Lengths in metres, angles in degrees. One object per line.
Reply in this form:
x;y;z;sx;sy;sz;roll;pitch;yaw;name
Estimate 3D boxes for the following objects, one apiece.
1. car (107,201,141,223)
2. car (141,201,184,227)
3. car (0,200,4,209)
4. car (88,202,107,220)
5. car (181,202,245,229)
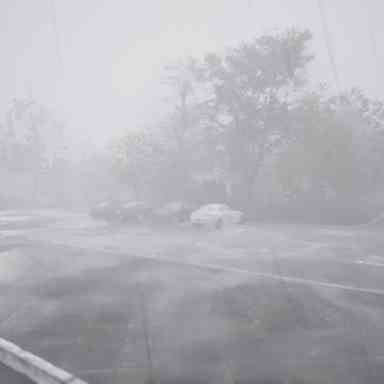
-3.554;1.451;25.078;2.231;1.521;4.892;0;0;36;car
-0.884;1.451;23.184;2.097;1.535;5.008;0;0;36;car
-25.997;1.315;41.162;2.185;1.767;4.553;0;0;35;car
-6.217;1.489;26.985;2.002;1.452;4.674;0;0;36;car
1.673;1.493;21.347;2.002;1.452;4.674;0;0;36;car
